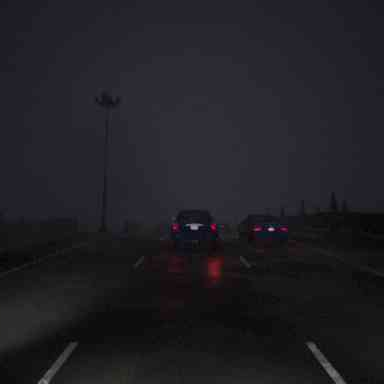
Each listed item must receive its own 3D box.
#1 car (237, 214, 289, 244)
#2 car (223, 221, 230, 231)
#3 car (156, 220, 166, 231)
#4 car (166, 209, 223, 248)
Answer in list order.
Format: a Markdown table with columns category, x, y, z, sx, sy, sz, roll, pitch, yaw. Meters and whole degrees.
| category | x | y | z | sx | sy | sz | roll | pitch | yaw |
| --- | --- | --- | --- | --- | --- | --- | --- | --- | --- |
| car | 3.599 | 1.883 | 17.632 | 2.033 | 1.411 | 5.357 | 0 | -3 | 0 |
| car | 3.599 | 4.306 | 41.766 | 1.994 | 1.385 | 4.181 | 0 | -7 | 0 |
| car | -3.402 | 4.302 | 42.044 | 1.812 | 1.442 | 4.674 | 0 | -7 | 0 |
| car | 0.099 | 1.602 | 15.891 | 2.097 | 1.767 | 4.553 | 0 | -3 | 0 |
